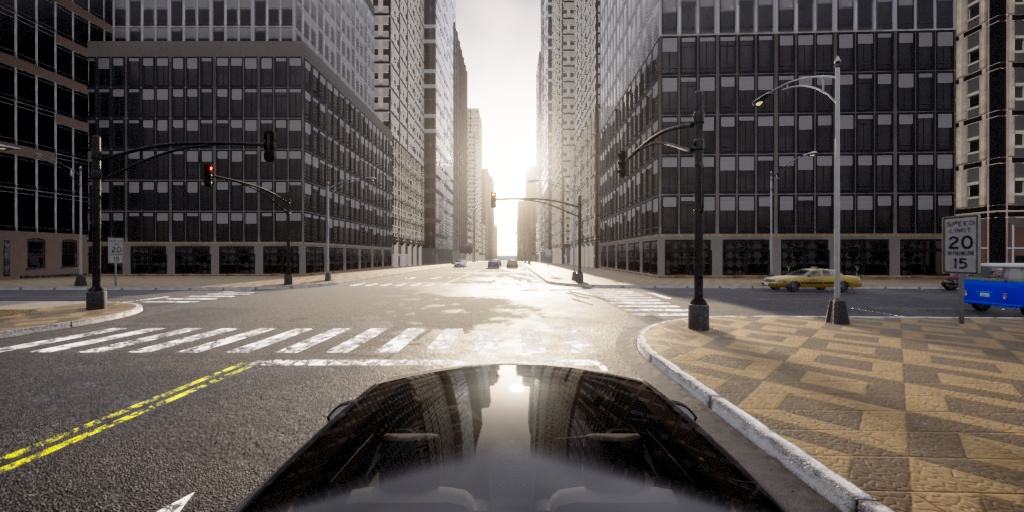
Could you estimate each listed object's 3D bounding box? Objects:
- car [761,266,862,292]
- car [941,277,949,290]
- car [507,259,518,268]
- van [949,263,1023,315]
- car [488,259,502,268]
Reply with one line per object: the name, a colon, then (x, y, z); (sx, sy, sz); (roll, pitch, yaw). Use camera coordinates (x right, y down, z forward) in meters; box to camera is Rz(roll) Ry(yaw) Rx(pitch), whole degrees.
car: (17.101, 1.293, 20.635); (4.829, 1.417, 1.751); (0, 0, 2)
car: (26.935, 1.356, 20.143); (4.207, 1.307, 1.802); (0, 0, 2)
car: (0.045, 1.425, 63.647); (1.994, 1.385, 4.181); (0, 0, 0)
van: (18.366, 1.119, 12.462); (3.998, 1.789, 1.690); (0, 0, 2)
car: (-3.206, 1.335, 62.817); (1.882, 1.535, 5.008); (0, 0, 0)
